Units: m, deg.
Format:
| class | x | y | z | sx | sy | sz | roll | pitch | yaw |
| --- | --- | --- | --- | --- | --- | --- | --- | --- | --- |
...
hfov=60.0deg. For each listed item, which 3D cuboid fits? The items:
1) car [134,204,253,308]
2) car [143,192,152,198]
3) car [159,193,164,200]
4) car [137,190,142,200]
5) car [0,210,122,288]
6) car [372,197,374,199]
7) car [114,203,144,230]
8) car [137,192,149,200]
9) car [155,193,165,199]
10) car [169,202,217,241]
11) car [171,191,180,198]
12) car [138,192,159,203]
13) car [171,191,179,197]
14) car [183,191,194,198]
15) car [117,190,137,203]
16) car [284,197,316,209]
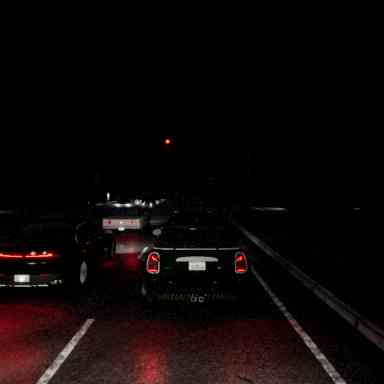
| class | x | y | z | sx | sy | sz | roll | pitch | yaw |
| --- | --- | --- | --- | --- | --- | --- | --- | --- | --- |
| car | 0.087 | 1.323 | 8.041 | 2.097 | 1.767 | 4.553 | 0 | 0 | 0 |
| car | -11.085 | 0.749 | 83.705 | 1.812 | 1.442 | 4.674 | 0 | 1 | -2 |
| car | -7.185 | 1.005 | 66.035 | 2.033 | 1.411 | 5.357 | 0 | 1 | 1 |
| car | -10.694 | 0.709 | 63.259 | 2.150 | 2.045 | 5.566 | 0 | 1 | 0 |
| car | -3.417 | 1.468 | 9.093 | 1.837 | 1.490 | 4.892 | 0 | 0 | 0 |
| car | 22.769 | 1.052 | 39.740 | 4.553 | 1.767 | 2.097 | 0 | 1 | -3 |
| car | -3.439 | 1.487 | 18.413 | 1.895 | 1.301 | 4.718 | 0 | 1 | 0 |
| car | -10.747 | 0.894 | 73.484 | 2.128 | 1.511 | 4.902 | 0 | 1 | -1 |
| car | -7.318 | 0.870 | 76.462 | 2.033 | 1.411 | 5.357 | 0 | 1 | -1 |
| car | 0.057 | 1.388 | 17.237 | 2.128 | 1.511 | 4.902 | 0 | 0 | 1 |
| car | -4.157 | 0.681 | 85.345 | 1.882 | 1.535 | 5.008 | 0 | 1 | -4 |
| car | -7.211 | 1.105 | 55.967 | 2.033 | 1.411 | 5.357 | 0 | 1 | 0 |
| car | -4.937 | 0.541 | 95.504 | 1.837 | 1.490 | 4.892 | 0 | 1 | -7 |
| car | -0.698 | 0.707 | 86.045 | 1.812 | 1.442 | 4.674 | 0 | 1 | -4 |
| car | -10.707 | 0.928 | 53.818 | 2.097 | 1.767 | 4.553 | 0 | 0 | 0 |
| car | 13.704 | 1.252 | 39.212 | 5.357 | 1.411 | 2.033 | 0 | 1 | -3 |
